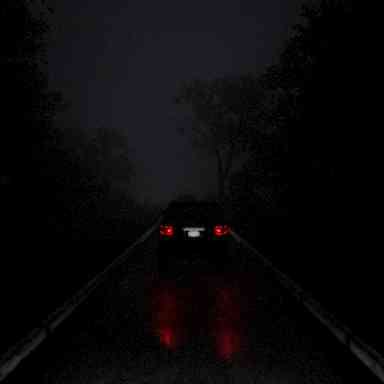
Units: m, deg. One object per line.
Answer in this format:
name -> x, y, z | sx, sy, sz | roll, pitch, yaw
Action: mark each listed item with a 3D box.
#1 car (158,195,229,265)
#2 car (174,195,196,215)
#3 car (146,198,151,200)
car -> 0.043, 1.262, 12.039 | 2.150, 2.045, 5.566 | 0, 0, 0
car -> -0.842, 1.339, 37.150 | 2.150, 2.045, 5.566 | 0, 0, -4
car -> -10.486, 1.571, 77.619 | 2.128, 1.511, 4.902 | 0, 0, -15
